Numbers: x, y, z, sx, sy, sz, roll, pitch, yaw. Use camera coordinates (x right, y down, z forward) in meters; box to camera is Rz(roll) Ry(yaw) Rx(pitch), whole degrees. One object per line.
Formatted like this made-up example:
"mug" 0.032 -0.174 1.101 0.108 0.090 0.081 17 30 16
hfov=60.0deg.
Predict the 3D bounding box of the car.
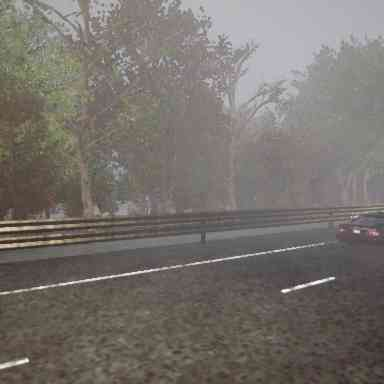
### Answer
"car" 8.323 1.566 14.198 5.357 1.411 2.033 0 0 -36
